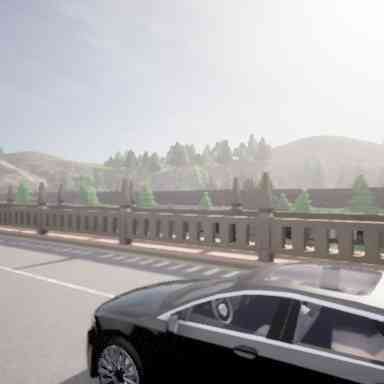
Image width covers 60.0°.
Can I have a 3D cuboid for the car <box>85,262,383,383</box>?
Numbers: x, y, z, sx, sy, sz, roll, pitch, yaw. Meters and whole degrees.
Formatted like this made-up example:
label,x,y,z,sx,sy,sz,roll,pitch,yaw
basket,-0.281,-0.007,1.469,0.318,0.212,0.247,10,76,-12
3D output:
label,x,y,z,sx,sy,sz,roll,pitch,yaw
car,0.960,1.497,3.308,4.902,1.511,2.128,0,0,35
